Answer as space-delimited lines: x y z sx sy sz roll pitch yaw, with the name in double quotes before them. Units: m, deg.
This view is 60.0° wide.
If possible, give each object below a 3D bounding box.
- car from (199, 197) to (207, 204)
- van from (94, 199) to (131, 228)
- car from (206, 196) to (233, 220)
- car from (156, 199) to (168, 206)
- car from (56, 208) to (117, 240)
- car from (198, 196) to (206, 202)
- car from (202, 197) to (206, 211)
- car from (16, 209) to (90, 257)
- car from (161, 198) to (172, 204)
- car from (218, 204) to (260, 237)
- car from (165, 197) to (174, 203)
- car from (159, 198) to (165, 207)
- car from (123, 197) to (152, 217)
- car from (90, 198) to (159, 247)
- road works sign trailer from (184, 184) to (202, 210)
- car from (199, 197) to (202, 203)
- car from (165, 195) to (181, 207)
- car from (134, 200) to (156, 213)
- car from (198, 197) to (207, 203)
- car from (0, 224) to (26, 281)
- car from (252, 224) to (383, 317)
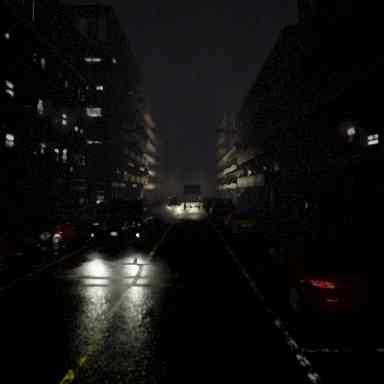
"car" 2.678 1.986 80.267 1.752 1.417 4.829 -1 0 0
"van" -5.670 1.479 24.107 1.690 1.788 3.998 -1 0 0
"car" 2.676 1.484 29.681 2.192 1.841 5.009 -1 0 0
"car" -5.701 1.945 63.320 1.802 1.307 4.206 -1 0 0
"car" -5.668 1.656 18.504 2.008 1.369 4.403 -1 0 0
"car" 2.676 1.965 91.302 1.967 1.590 4.097 -1 0 0
"car" 2.676 1.549 40.885 2.192 1.841 5.009 -1 0 0
"car" -5.669 1.514 12.903 1.967 1.590 4.097 -1 0 0
"car" -5.702 1.978 74.524 2.008 1.369 4.403 -1 0 0
"car" 2.679 1.632 18.646 1.752 1.417 4.829 -1 0 0
"car" -5.702 2.043 85.728 2.008 1.369 4.403 -1 0 0
"car" -5.701 1.912 57.718 1.802 1.307 4.206 -1 0 0
"car" -5.694 1.517 35.311 2.192 1.841 5.009 -1 0 0
"car" -3.099 1.313 15.974 2.150 2.045 5.566 0 0 0
"road works sign trailer" 0.002 0.731 46.739 2.380 3.560 2.880 0 0 1
"car" 2.676 1.613 52.089 2.192 1.841 5.009 -1 0 0
"car" -3.058 1.682 57.688 2.097 1.767 4.553 0 0 1
"car" -5.708 1.784 40.912 2.008 1.369 4.403 -1 0 0
"car" 2.678 2.058 85.699 1.947 1.339 4.313 -1 0 0
"car" -5.667 1.624 7.300 1.802 1.307 4.206 -1 0 0
"car" 2.680 1.624 7.272 1.802 1.307 4.206 -1 0 0
